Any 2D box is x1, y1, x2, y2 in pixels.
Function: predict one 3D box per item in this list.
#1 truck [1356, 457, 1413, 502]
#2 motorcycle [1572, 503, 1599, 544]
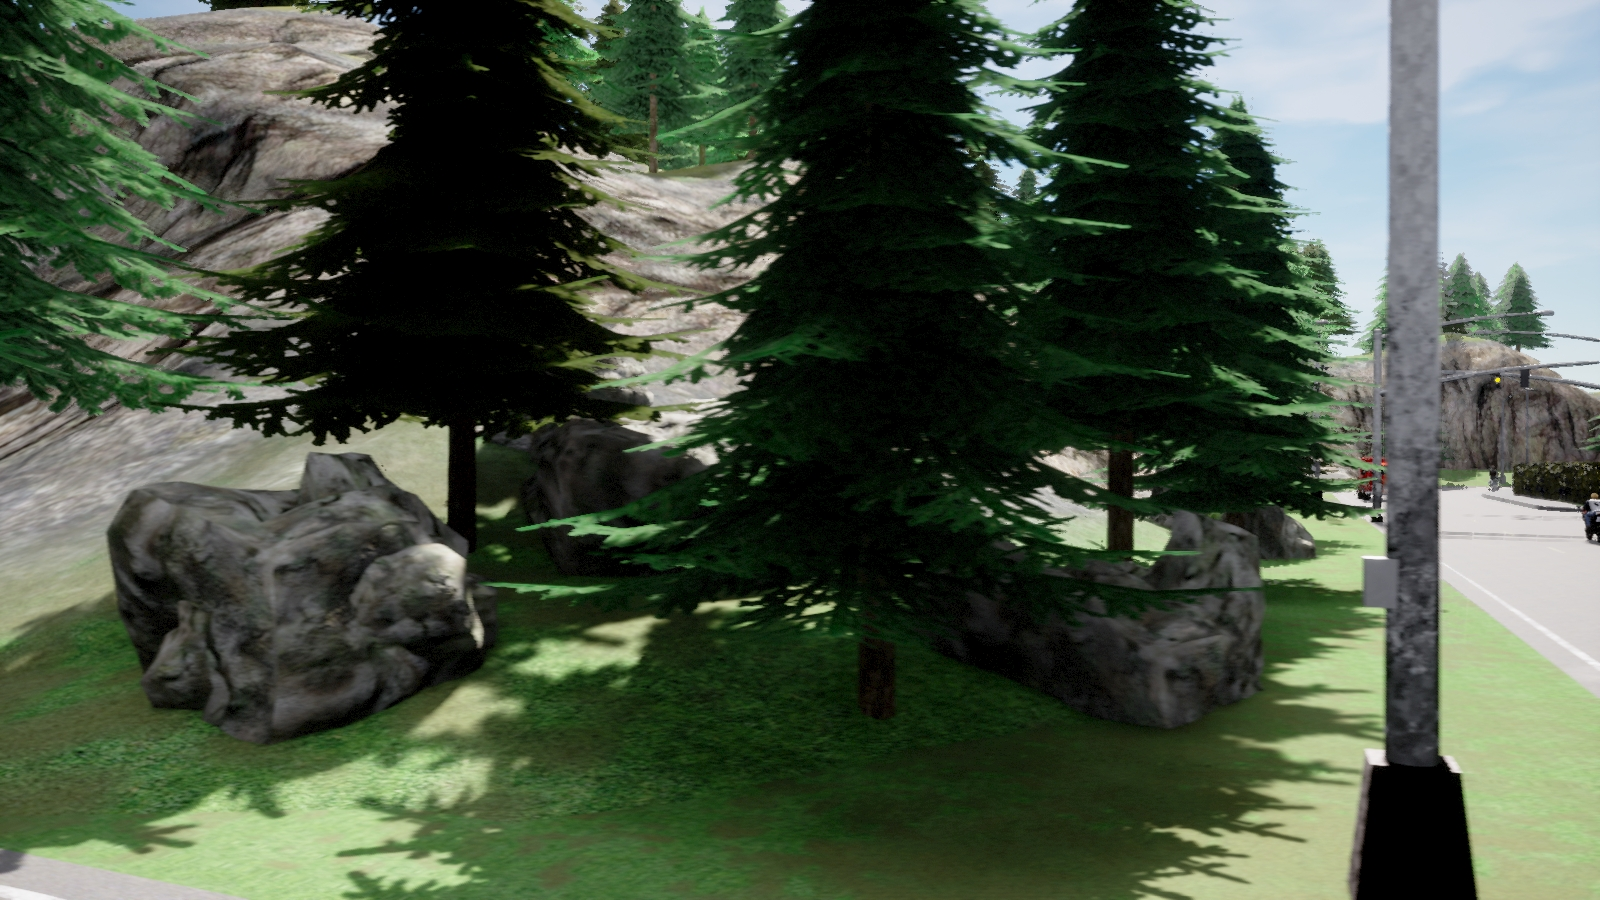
[{"bbox_3d":[33.758,1.637,66.157,2.627,2.467,5.204,0,0,24],"label":"truck"},{"bbox_3d":[24.637,2.259,35.405,0.803,1.145,2.033,0,0,23],"label":"motorcycle"}]
